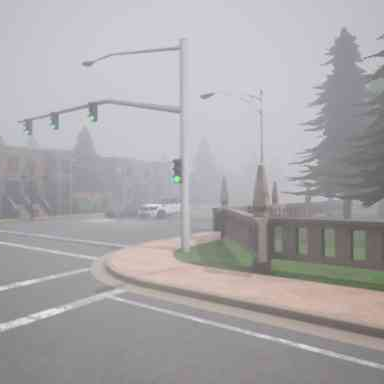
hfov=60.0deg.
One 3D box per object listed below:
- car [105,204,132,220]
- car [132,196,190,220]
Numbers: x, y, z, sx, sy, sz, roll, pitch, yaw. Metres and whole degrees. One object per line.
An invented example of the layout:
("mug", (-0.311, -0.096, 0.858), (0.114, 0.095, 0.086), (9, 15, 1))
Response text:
("car", (-6.183, 1.798, 31.441), (1.994, 1.385, 4.181), (-1, 0, 36))
("car", (-2.459, 1.420, 30.629), (2.150, 2.045, 5.566), (-1, 0, 36))
